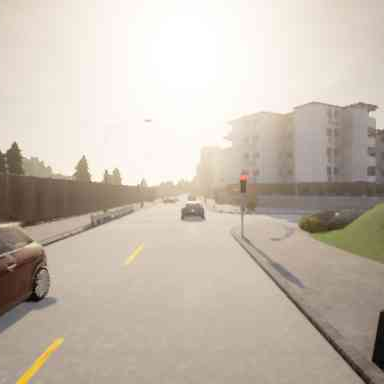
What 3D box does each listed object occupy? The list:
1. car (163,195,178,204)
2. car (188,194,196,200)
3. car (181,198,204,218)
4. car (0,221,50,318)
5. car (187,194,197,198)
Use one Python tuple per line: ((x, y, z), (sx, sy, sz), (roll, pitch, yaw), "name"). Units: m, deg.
((-4.054, 1.439, 60.831), (1.994, 1.385, 4.181), (0, 0, 1), "car")
((-0.022, 1.223, 84.464), (1.837, 1.490, 4.892), (0, 0, 0), "car")
((0.079, 1.503, 29.661), (1.994, 1.385, 4.181), (0, 0, 0), "car")
((-4.085, 1.341, 5.173), (2.097, 1.767, 4.553), (0, 0, 0), "car")
((-0.020, 1.200, 74.433), (2.097, 1.767, 4.553), (0, 0, 0), "car")
